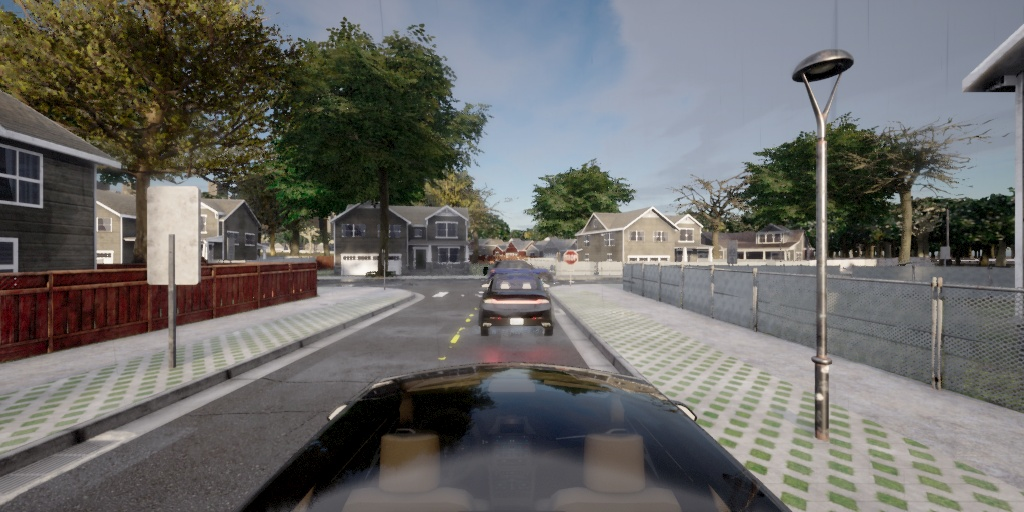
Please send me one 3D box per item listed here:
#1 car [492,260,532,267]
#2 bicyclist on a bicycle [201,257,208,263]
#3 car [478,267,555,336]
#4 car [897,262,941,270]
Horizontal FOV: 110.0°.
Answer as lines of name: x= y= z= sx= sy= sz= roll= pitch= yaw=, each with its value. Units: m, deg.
car: x=0.588 y=1.093 z=24.643 sx=4.553 sy=1.767 sz=2.097 roll=0 pitch=0 yaw=-12
bicyclist on a bicycle: x=-22.304 y=0.880 z=25.945 sx=0.582 sy=1.620 sz=1.656 roll=0 pitch=0 yaw=-12
car: x=0.115 y=1.241 z=10.379 sx=2.128 sy=1.511 sz=4.902 roll=0 pitch=0 yaw=0
car: x=39.300 y=1.308 z=34.420 sx=5.008 sy=1.535 sz=1.882 roll=0 pitch=0 yaw=-18
